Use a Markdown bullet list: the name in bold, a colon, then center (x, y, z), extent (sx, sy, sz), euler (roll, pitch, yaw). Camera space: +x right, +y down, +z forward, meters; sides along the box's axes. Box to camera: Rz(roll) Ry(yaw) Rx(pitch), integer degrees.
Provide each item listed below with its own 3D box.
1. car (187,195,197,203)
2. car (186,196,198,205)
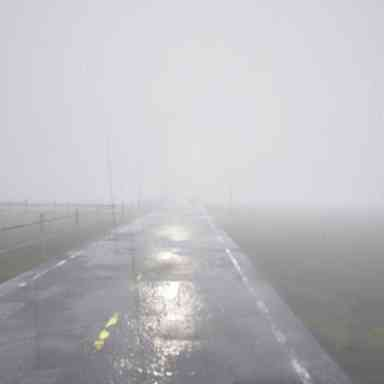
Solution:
- **car**: center (-0.008, 1.475, 67.307), extent (2.128, 1.511, 4.902), euler (0, 0, 0)
- **car**: center (-0.007, 1.486, 56.989), extent (2.128, 1.511, 4.902), euler (0, 0, 0)
